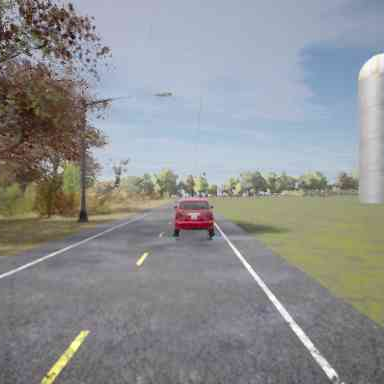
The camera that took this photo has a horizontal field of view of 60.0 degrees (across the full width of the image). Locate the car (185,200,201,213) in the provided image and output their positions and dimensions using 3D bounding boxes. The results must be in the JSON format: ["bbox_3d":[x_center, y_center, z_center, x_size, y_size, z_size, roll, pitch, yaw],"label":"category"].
[{"bbox_3d":[0.123,1.866,43.100,1.837,1.490,4.892,0,0,0],"label":"car"}]

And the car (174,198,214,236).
[{"bbox_3d":[0.110,1.390,19.706,2.150,2.045,5.566,0,0,0],"label":"car"}]

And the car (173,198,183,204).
[{"bbox_3d":[-3.454,2.167,82.577,2.128,1.511,4.902,0,-1,0],"label":"car"}]
